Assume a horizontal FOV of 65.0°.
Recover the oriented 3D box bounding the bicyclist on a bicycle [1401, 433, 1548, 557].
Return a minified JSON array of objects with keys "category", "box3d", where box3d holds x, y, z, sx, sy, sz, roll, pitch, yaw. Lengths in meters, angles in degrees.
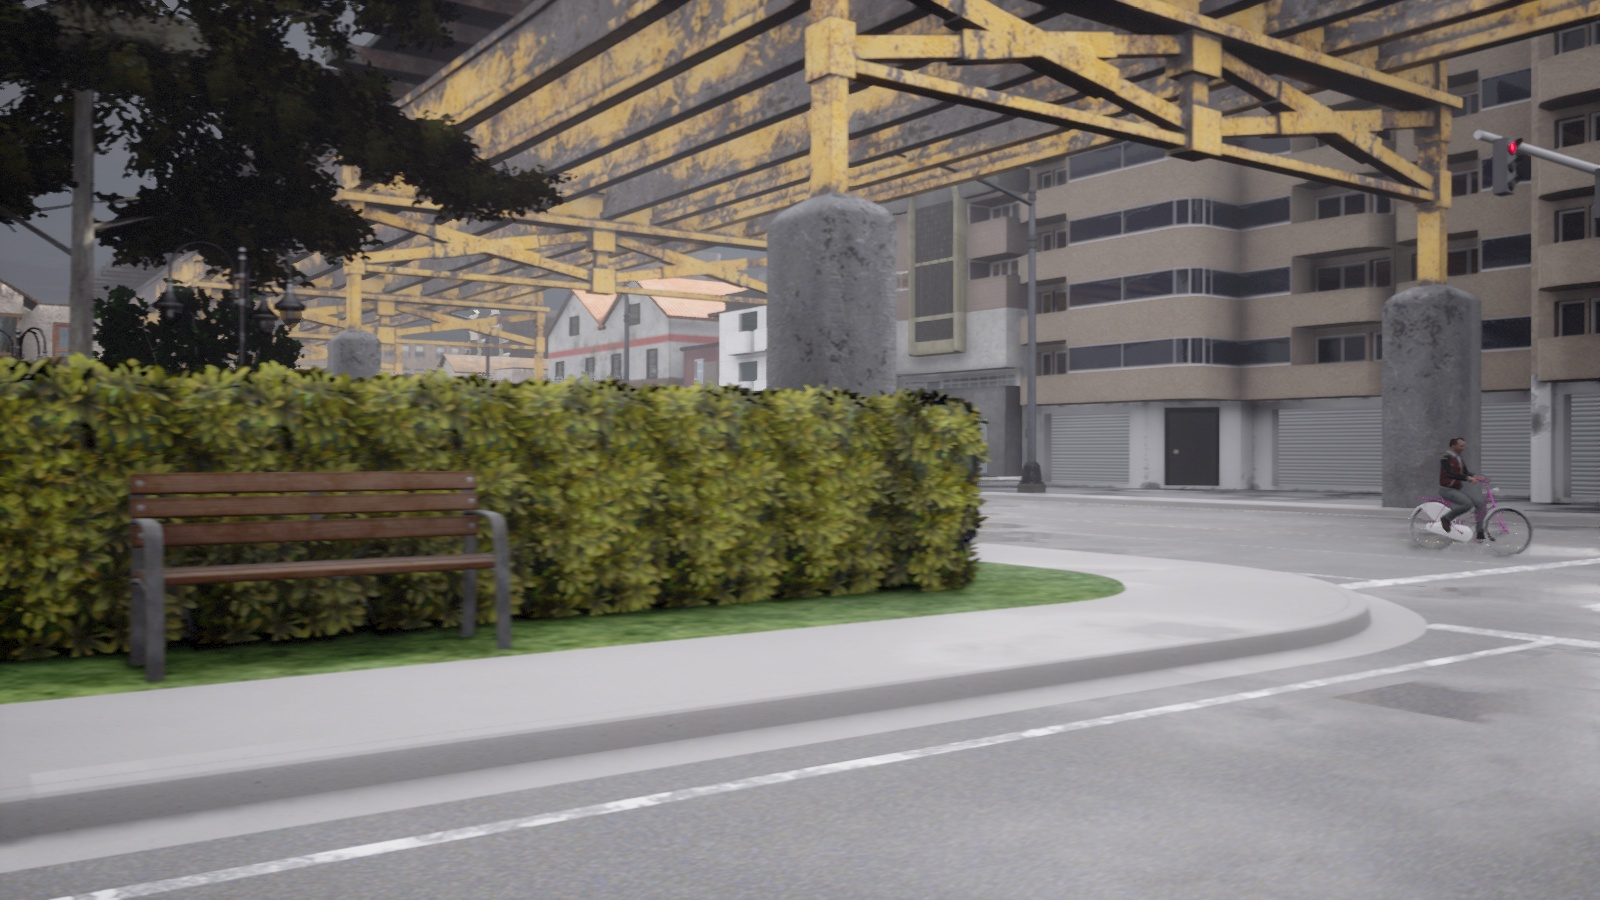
[{"category":"bicyclist on a bicycle","box3d":[10.102,0.641,18.871,0.659,1.776,1.843,0,0,-34]}]
